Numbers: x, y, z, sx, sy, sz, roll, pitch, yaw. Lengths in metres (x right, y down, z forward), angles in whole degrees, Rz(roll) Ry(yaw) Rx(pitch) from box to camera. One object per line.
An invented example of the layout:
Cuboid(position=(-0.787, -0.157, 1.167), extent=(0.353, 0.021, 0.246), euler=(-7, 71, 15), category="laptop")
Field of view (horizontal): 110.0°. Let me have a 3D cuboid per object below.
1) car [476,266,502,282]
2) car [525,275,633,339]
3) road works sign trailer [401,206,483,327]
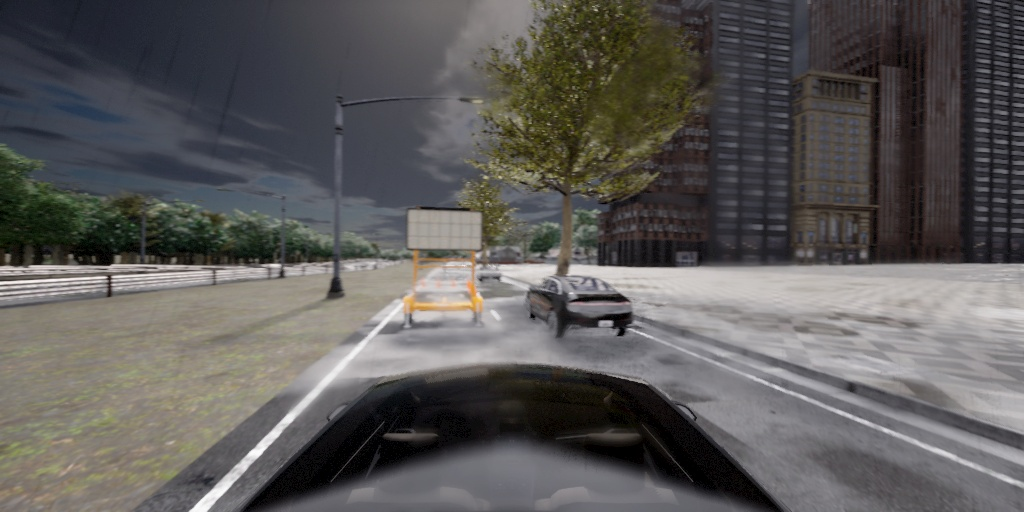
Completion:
Cuboid(position=(-2.142, 1.559, 32.086), extent=(1.895, 1.301, 4.718), euler=(1, -1, -10), category="car")
Cuboid(position=(1.679, 1.308, 10.414), extent=(2.128, 1.511, 4.902), euler=(1, 0, -10), category="car")
Cuboid(position=(-2.198, 0.233, 11.606), extent=(2.380, 3.560, 2.880), euler=(0, 0, -10), category="road works sign trailer")
